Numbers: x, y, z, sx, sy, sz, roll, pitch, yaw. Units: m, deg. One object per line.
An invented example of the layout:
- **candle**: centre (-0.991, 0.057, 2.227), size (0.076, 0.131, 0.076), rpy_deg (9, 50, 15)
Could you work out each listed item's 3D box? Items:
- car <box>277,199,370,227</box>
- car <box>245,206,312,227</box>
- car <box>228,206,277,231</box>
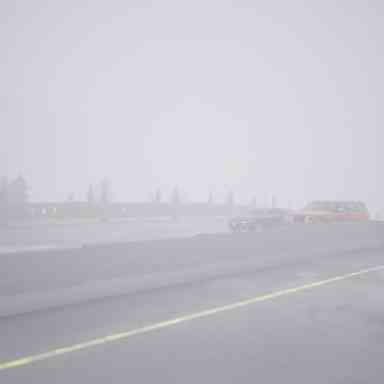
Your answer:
- **car**: centre (7.408, 1.398, 17.881), size (5.566, 2.045, 2.150), rpy_deg (3, -2, -35)
- **car**: centre (6.861, 1.928, 26.088), size (5.357, 1.411, 2.033), rpy_deg (4, -2, -35)
- **car**: centre (4.342, 1.637, 19.992), size (4.892, 1.490, 1.837), rpy_deg (2, -1, -35)
